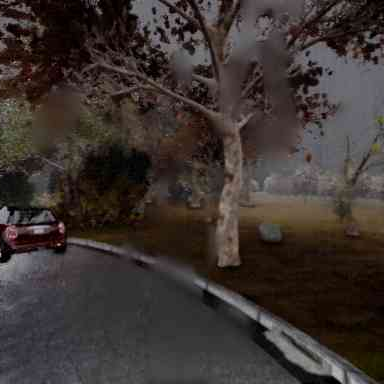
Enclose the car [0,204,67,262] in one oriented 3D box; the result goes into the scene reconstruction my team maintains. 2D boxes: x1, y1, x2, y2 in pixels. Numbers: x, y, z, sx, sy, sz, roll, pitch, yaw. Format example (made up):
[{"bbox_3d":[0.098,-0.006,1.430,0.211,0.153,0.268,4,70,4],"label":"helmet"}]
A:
[{"bbox_3d":[-6.501,1.289,12.233,4.553,1.767,2.097,0,1,43],"label":"car"}]
